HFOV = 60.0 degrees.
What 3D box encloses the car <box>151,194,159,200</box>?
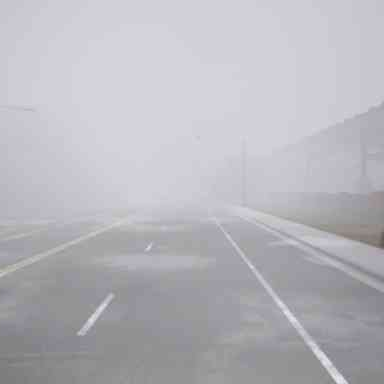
[{"bbox_3d":[-10.245,1.371,92.054,1.837,1.490,4.892,0,0,0],"label":"car"}]
